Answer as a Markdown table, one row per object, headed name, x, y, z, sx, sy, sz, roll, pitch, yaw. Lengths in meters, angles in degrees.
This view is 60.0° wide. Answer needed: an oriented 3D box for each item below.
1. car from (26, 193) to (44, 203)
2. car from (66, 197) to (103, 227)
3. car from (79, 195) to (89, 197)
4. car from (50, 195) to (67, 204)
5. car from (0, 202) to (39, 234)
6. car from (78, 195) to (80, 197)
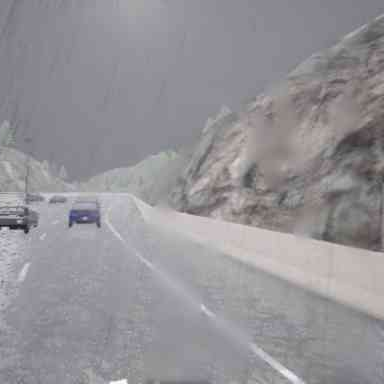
| name | x | y | z | sx | sy | sz | roll | pitch | yaw |
| --- | --- | --- | --- | --- | --- | --- | --- | --- | --- |
| car | -24.835 | 0.940 | 52.726 | 2.128 | 1.511 | 4.902 | 2 | 0 | -10 |
| car | -6.994 | 1.371 | 21.888 | 1.882 | 1.535 | 5.008 | 2 | 0 | -17 |
| car | -10.861 | 1.357 | 36.197 | 1.837 | 1.490 | 4.892 | 2 | 0 | -13 |
| car | -21.461 | 1.145 | 53.761 | 1.994 | 1.385 | 4.181 | 2 | 0 | -11 |
| car | -9.284 | 1.380 | 17.496 | 1.895 | 1.301 | 4.718 | 2 | 0 | -18 |
| car | -18.493 | 1.190 | 56.903 | 1.882 | 1.535 | 5.008 | 2 | -1 | -11 |
